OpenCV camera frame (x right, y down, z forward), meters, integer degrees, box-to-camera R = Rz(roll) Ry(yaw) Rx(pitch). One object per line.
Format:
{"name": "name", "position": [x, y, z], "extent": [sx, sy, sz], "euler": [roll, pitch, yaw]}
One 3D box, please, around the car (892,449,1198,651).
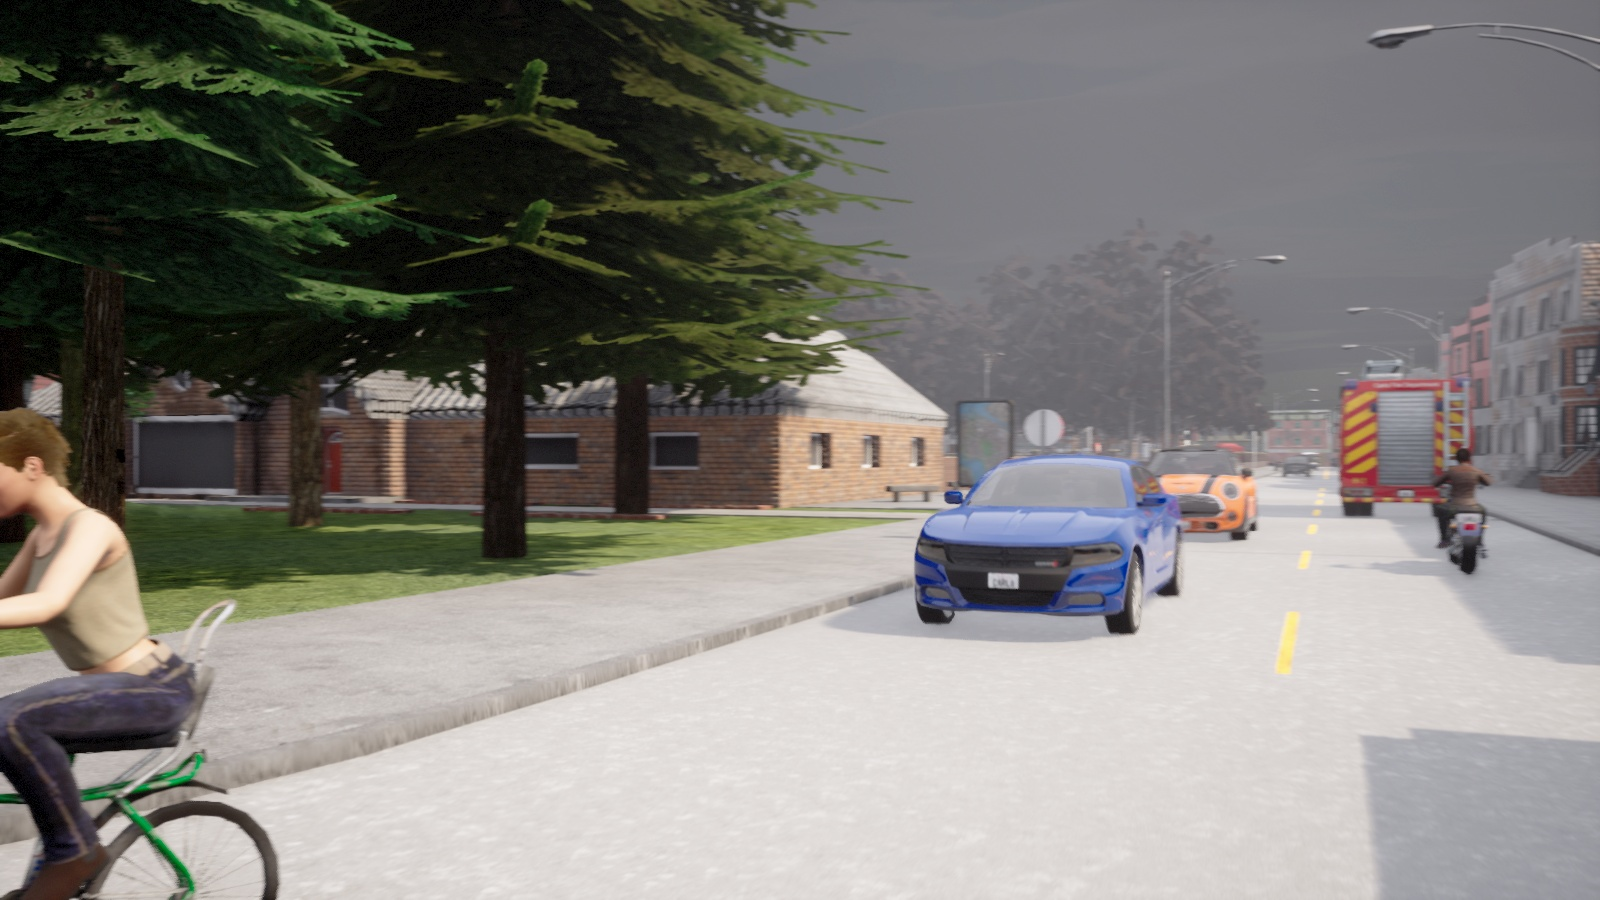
{"name": "car", "position": [2.614, 0.775, 12.211], "extent": [1.882, 1.535, 5.008], "euler": [0, 0, 23]}

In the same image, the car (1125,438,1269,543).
{"name": "car", "position": [7.537, 0.694, 23.545], "extent": [2.097, 1.767, 4.553], "euler": [0, 0, 23]}

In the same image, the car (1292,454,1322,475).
{"name": "car", "position": [36.939, 1.071, 91.490], "extent": [1.837, 1.490, 4.892], "euler": [0, 0, 24]}

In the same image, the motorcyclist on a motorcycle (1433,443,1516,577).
{"name": "motorcyclist on a motorcycle", "position": [8.916, 0.745, 16.678], "extent": [0.766, 1.649, 2.350], "euler": [0, 0, 23]}

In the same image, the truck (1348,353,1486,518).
{"name": "truck", "position": [16.235, -0.313, 33.541], "extent": [2.891, 3.827, 8.468], "euler": [0, 0, 24]}

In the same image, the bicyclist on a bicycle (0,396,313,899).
{"name": "bicyclist on a bicycle", "position": [-2.117, 0.707, 3.043], "extent": [1.509, 1.612, 0.866], "euler": [0, -3, -44]}
